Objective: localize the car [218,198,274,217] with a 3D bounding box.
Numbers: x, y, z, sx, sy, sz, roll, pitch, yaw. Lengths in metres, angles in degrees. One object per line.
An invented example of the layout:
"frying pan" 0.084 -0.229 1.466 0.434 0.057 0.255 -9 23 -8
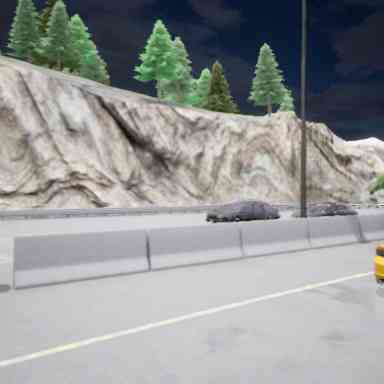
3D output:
"car" 5.115 1.400 31.321 4.902 1.511 2.128 0 0 -27

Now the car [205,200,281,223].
"car" 3.570 1.481 22.593 5.357 1.411 2.033 0 0 -30

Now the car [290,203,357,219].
"car" 8.418 1.458 21.210 4.892 1.490 1.837 0 0 -28

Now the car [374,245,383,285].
"car" 6.305 1.470 7.700 5.008 1.535 1.882 0 0 -32
